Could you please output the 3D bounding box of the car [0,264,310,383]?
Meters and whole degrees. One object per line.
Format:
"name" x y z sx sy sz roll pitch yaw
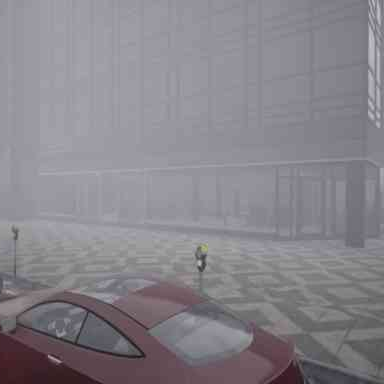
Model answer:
"car" -0.922 1.582 3.625 4.206 1.307 1.802 0 0 36
